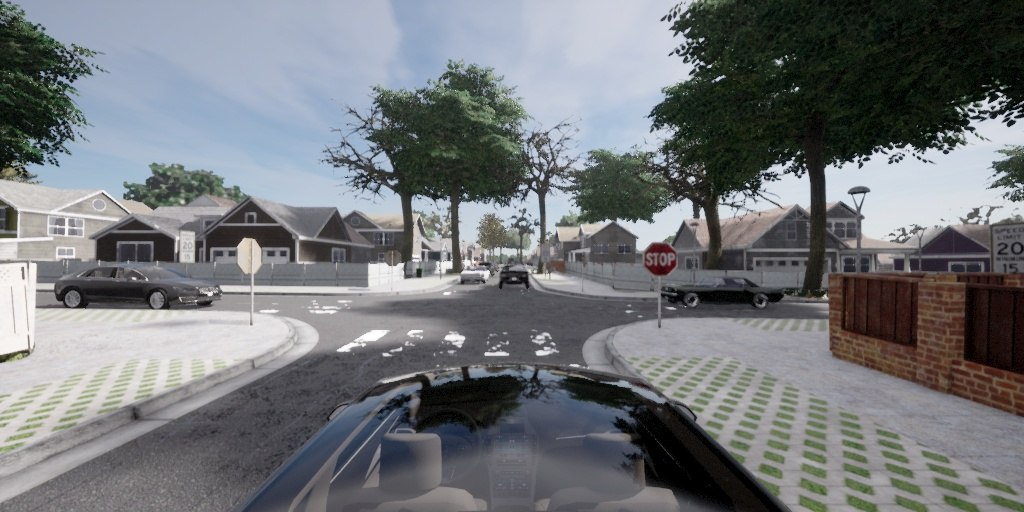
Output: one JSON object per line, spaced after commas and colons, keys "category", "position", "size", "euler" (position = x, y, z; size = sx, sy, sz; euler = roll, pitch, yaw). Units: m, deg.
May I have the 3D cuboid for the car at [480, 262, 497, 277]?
{"category": "car", "position": [-2.785, 1.380, 37.993], "size": [1.837, 1.490, 4.892], "euler": [0, 0, 0]}

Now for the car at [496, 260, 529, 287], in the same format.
{"category": "car", "position": [0.136, 1.272, 24.618], "size": [1.882, 1.535, 5.008], "euler": [0, 0, 0]}

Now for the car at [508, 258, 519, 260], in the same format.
{"category": "car", "position": [0.187, 1.290, 57.779], "size": [2.150, 2.045, 5.566], "euler": [0, -1, 0]}

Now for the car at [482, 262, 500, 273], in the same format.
{"category": "car", "position": [-2.767, 1.517, 48.508], "size": [2.033, 1.411, 5.357], "euler": [0, -1, 0]}

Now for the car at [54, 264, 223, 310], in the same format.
{"category": "car", "position": [-12.929, 1.057, 12.572], "size": [4.892, 1.490, 1.837], "euler": [1, -1, 2]}

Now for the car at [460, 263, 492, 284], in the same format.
{"category": "car", "position": [-2.808, 1.410, 27.622], "size": [1.895, 1.301, 4.718], "euler": [0, 0, 0]}

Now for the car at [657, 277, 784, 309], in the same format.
{"category": "car", "position": [9.015, 1.558, 15.831], "size": [4.718, 1.301, 1.895], "euler": [1, -1, -1]}
